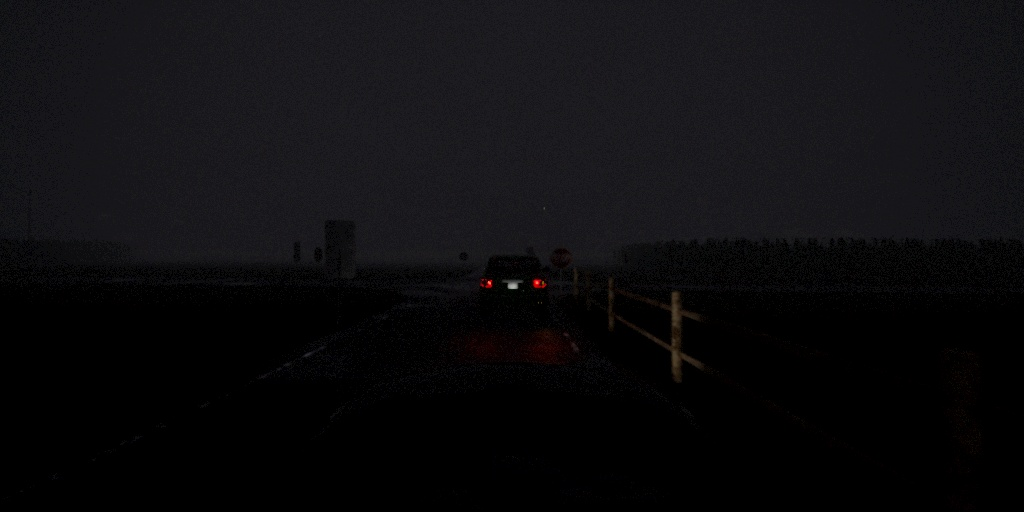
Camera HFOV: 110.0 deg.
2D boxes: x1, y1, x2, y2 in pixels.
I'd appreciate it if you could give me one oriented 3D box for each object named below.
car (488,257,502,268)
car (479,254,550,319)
[{"bbox_3d":[-2.788,1.045,60.731,2.097,1.767,4.553,0,0,1],"label":"car"},{"bbox_3d":[0.183,0.967,12.906,2.150,2.045,5.566,0,0,3],"label":"car"}]
